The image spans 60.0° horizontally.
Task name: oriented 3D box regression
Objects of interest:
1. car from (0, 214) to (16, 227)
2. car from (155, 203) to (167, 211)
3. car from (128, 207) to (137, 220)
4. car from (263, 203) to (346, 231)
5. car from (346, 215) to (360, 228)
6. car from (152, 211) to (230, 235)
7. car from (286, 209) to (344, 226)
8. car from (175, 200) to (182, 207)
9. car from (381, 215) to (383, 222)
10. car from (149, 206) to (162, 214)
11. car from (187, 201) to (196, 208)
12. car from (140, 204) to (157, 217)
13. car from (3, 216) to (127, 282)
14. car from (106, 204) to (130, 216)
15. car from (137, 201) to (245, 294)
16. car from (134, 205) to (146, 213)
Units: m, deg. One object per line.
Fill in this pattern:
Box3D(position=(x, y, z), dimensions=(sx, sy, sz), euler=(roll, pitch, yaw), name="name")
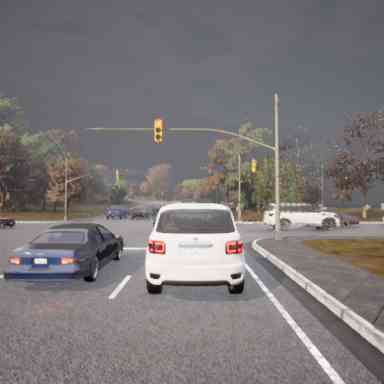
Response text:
Box3D(position=(-16.791, 2.210, 26.866), dimensions=(5.008, 1.535, 1.882), euler=(0, -2, 9), name="car")
Box3D(position=(-7.035, 3.361, 75.924), dimensions=(2.033, 1.411, 5.357), euler=(0, 0, 0), name="car")
Box3D(position=(-7.108, 3.132, 45.777), dimensions=(1.895, 1.301, 4.718), euler=(0, -2, -1), name="car")
Box3D(position=(8.279, 1.887, 25.382), dimensions=(5.566, 2.045, 2.150), euler=(0, -3, -1), name="car")
Box3D(position=(11.703, 2.380, 29.125), dimensions=(5.357, 1.411, 2.033), euler=(0, -3, -1), name="car")
Box3D(position=(-0.057, 2.018, 21.928), dimensions=(4.892, 1.490, 1.837), euler=(0, -2, 2), name="car")
Box3D(position=(11.981, 2.480, 32.640), dimensions=(4.902, 1.511, 2.128), euler=(0, -3, -1), name="car")
Box3D(position=(-3.634, 3.070, 87.425), dimensions=(1.882, 1.535, 5.008), euler=(0, 0, -3), name="car")
Box3D(position=(21.402, 2.497, 33.008), dimensions=(4.902, 1.511, 2.128), euler=(0, -3, -3), name="car")
Box3D(position=(-7.070, 3.464, 65.227), dimensions=(1.895, 1.301, 4.718), euler=(0, 0, 1), name="car")
Box3D(position=(-0.157, 3.264, 87.780), dimensions=(1.837, 1.490, 4.892), euler=(0, 0, -3), name="car")
Box3D(position=(-7.115, 2.993, 55.305), dimensions=(2.150, 2.045, 5.566), euler=(0, -1, 0), name="car")
Box3D(position=(-3.422, 1.661, 10.015), dimensions=(2.033, 1.411, 5.357), euler=(0, -1, 0), name="car")
Box3D(position=(-10.629, 2.796, 47.135), dimensions=(2.150, 2.045, 5.566), euler=(0, -2, -2), name="car")
Box3D(position=(0.079, 1.318, 9.162), dimensions=(2.150, 2.045, 5.566), euler=(0, -1, 0), name="car")
Box3D(position=(-10.541, 3.463, 67.711), dimensions=(1.895, 1.301, 4.718), euler=(0, 0, 0), name="car")
